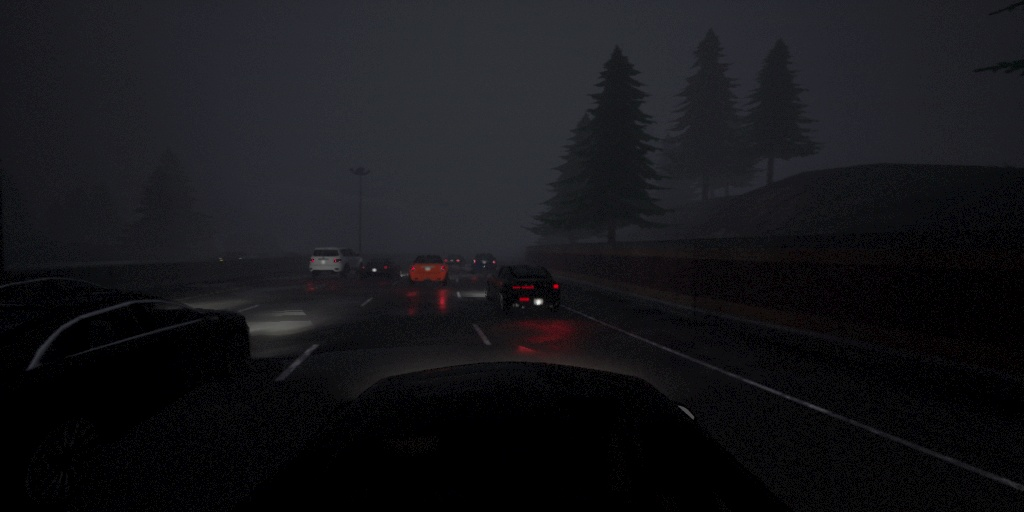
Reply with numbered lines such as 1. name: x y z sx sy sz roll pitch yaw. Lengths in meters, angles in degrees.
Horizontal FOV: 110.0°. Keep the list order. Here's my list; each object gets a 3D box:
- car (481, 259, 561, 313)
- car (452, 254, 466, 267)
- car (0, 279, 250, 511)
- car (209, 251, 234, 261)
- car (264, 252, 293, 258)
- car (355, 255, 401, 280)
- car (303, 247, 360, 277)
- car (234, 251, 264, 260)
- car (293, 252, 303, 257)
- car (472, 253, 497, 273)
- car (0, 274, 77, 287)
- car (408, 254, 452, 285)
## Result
1. car: 0.249 1.037 12.868 1.837 1.490 4.892 0 1 -13
2. car: -6.322 0.487 40.270 2.033 1.411 5.357 0 1 0
3. car: -4.723 1.159 3.890 2.128 1.511 4.902 0 1 -16
4. car: -34.463 0.161 43.883 1.837 1.490 4.892 0 1 1
5. car: -27.464 0.222 43.822 1.812 1.442 4.674 1 1 1
6. car: -8.749 0.800 24.101 1.994 1.385 4.181 0 1 -8
7. car: -12.511 0.391 25.892 2.150 2.045 5.566 0 1 -6
8. car: -30.964 0.199 43.850 1.812 1.442 4.674 0 1 1
9. car: -23.965 0.278 43.758 1.837 1.490 4.892 1 1 1
10. car: -2.418 0.501 31.271 2.097 1.767 4.553 0 1 -5
11. car: -9.044 1.070 6.563 2.128 1.511 4.902 0 1 -14
12. car: -4.838 0.675 21.347 2.097 1.767 4.553 0 1 -9
